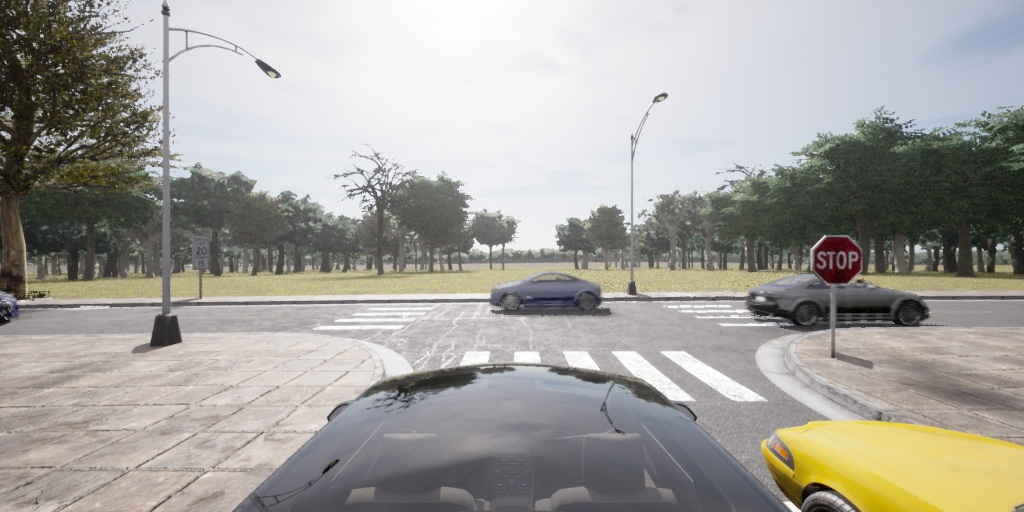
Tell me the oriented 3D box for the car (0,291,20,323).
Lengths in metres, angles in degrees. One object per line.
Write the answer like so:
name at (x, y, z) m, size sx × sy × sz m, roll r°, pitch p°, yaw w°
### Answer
car at (-18.142, 1.338, 10.801) m, size 4.553 × 1.767 × 2.097 m, roll -1°, pitch 0°, yaw 1°

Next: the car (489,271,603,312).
car at (1.245, 1.274, 13.510) m, size 4.181 × 1.385 × 1.994 m, roll -1°, pitch 0°, yaw 1°

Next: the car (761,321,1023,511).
car at (2.628, 1.275, 0.575) m, size 1.751 × 1.417 × 4.829 m, roll 0°, pitch 0°, yaw 0°

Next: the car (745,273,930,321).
car at (9.268, 1.207, 10.460) m, size 4.181 × 1.385 × 1.994 m, roll 0°, pitch 0°, yaw 1°
